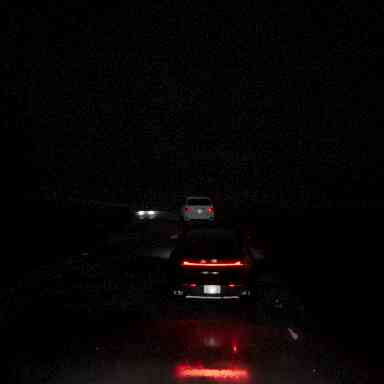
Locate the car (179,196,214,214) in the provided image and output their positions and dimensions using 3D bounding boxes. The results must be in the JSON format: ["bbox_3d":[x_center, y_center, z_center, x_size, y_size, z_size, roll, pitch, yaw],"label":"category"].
[{"bbox_3d":[0.309,1.337,24.479,2.150,2.045,5.566,0,0,-4],"label":"car"}]

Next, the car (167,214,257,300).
[{"bbox_3d":[0.470,1.531,8.466,1.837,1.490,4.892,0,0,2],"label":"car"}]

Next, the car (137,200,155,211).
[{"bbox_3d":[-6.073,1.794,43.217,1.994,1.385,4.181,0,-1,-14],"label":"car"}]
